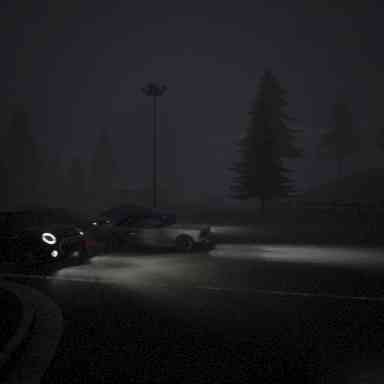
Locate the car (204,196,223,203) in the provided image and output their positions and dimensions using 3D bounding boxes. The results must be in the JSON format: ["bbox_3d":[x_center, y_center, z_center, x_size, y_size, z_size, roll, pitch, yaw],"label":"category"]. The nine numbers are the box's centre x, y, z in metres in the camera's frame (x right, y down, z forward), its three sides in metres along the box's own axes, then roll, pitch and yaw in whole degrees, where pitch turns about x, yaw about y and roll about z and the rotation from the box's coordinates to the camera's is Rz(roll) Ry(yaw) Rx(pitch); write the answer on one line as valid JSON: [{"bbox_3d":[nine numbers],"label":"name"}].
[{"bbox_3d":[4.753,1.503,69.535,2.033,1.411,5.357,0,0,-33],"label":"car"}]

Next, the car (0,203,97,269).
[{"bbox_3d":[-5.808,1.352,10.888,4.553,1.767,2.097,0,0,13],"label":"car"}]

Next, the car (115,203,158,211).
[{"bbox_3d":[-3.472,1.470,21.126,5.008,1.535,1.882,0,0,13],"label":"car"}]

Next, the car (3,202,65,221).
[{"bbox_3d":[-12.692,1.564,26.861,4.181,1.385,1.994,0,0,13],"label":"car"}]

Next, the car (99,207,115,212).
[{"bbox_3d":[-7.316,1.546,18.425,5.357,1.411,2.033,0,0,13],"label":"car"}]

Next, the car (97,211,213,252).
[{"bbox_3d":[-1.550,1.595,13.493,4.718,1.301,1.895,0,0,13],"label":"car"}]
